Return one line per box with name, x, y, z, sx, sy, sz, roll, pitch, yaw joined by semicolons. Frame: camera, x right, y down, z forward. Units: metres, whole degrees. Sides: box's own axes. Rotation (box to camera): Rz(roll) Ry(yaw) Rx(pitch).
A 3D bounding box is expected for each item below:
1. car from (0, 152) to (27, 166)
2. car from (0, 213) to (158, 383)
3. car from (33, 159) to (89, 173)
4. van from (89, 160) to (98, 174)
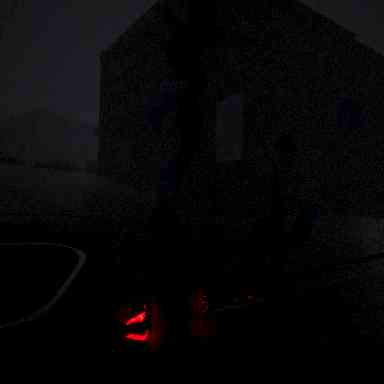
car;-16.584;-2.673;28.299;2.002;1.452;4.674;1;-2;41
car;-2.892;1.208;1.929;5.566;2.045;2.150;1;0;-35
car;-13.026;-2.413;32.540;2.002;1.452;4.674;1;-2;40
van;-9.440;-2.391;36.942;1.878;1.987;4.442;1;-2;39
